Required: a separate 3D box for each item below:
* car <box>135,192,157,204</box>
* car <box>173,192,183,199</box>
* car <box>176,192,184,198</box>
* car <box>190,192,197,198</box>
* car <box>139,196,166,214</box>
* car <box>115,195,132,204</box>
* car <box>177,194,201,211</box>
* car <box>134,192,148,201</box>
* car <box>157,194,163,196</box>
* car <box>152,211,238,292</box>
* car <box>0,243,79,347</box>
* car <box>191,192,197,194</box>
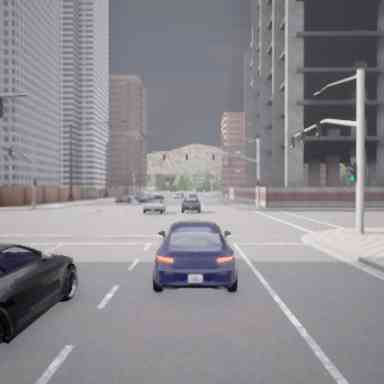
[{"bbox_3d":[-7.148,1.091,51.865,1.882,1.535,5.008,0,0,1],"label":"car"},{"bbox_3d":[-3.190,1.023,76.104,1.895,1.301,4.718,0,0,1],"label":"car"},{"bbox_3d":[-3.027,0.750,86.398,1.882,1.535,5.008,0,0,1],"label":"car"},{"bbox_3d":[0.473,0.797,86.343,1.812,1.442,4.674,0,0,1],"label":"car"},{"bbox_3d":[-3.583,1.359,32.356,1.895,1.301,4.718,0,0,0],"label":"car"},{"bbox_3d":[-10.645,1.177,52.006,1.994,1.385,4.181,0,0,1],"label":"car"},{"bbox_3d":[-0.091,1.238,33.971,2.128,1.511,4.902,0,0,0],"label":"car"},{"bbox_3d":[-10.325,0.852,67.733,2.097,1.767,4.553,0,0,1],"label":"car"},{"bbox_3d":[-6.827,1.094,67.594,1.895,1.301,4.718,0,0,1],"label":"car"},{"bbox_3d":[0.074,1.461,8.612,1.812,1.442,4.674,0,0,0],"label":"car"},{"bbox_3d":[-3.441,1.522,5.522,1.994,1.385,4.181,0,0,1],"label":"car"},{"bbox_3d":[0.312,0.955,76.238,1.812,1.442,4.674,0,0,1],"label":"car"}]
